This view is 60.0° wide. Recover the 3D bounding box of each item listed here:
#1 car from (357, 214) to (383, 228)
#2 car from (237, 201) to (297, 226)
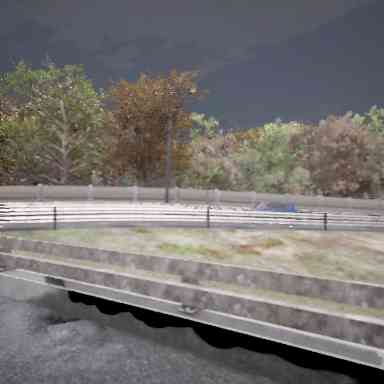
[{"bbox_3d":[19.429,3.021,34.628,4.892,1.490,1.837,3,-1,-18],"label":"car"},{"bbox_3d":[6.973,1.867,30.577,5.566,2.045,2.150,2,-1,-18],"label":"car"}]
